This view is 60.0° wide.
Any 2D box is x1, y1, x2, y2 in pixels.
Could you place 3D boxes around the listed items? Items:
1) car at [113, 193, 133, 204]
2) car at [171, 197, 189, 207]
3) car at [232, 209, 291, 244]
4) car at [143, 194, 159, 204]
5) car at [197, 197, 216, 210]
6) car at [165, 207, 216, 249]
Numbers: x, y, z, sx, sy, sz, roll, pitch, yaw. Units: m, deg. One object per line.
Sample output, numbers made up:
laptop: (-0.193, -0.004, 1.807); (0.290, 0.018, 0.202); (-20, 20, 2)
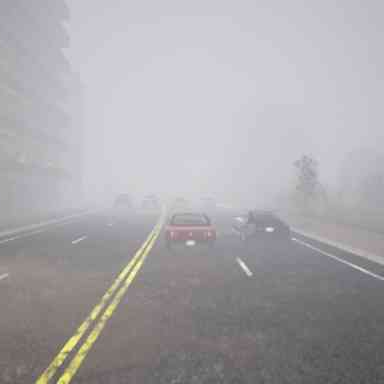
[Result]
car: (-8.136, 0.871, 39.508); (2.097, 1.767, 4.553); (0, 0, -5)
car: (-1.432, 1.265, 38.228); (1.882, 1.535, 5.008); (0, 0, -4)
car: (3.070, 1.472, 15.412); (1.994, 1.385, 4.181); (0, 0, -2)
car: (-4.894, 1.030, 39.744); (1.812, 1.442, 4.674); (0, 0, -5)
car: (1.747, 1.299, 39.164); (1.812, 1.442, 4.674); (0, 0, -4)
car: (-0.115, 1.524, 14.130); (1.895, 1.301, 4.718); (0, 0, -2)
